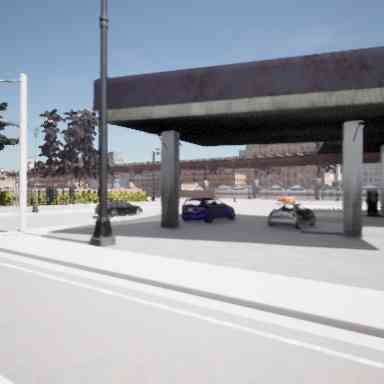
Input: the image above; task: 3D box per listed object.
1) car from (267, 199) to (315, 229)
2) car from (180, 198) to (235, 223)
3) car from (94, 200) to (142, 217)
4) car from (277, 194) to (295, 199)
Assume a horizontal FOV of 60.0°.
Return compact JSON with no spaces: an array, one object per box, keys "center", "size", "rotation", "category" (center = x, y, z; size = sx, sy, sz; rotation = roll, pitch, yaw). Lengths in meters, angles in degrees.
[{"center":[6.285,1.418,20.808],"size":[1.970,1.475,3.806],"rotation":[0,0,37],"category":"car"},{"center":[1.211,1.227,23.605],"size":[2.242,1.667,4.611],"rotation":[0,0,37],"category":"car"},{"center":[-6.475,1.459,29.578],"size":[1.812,1.442,4.674],"rotation":[0,-1,36],"category":"car"},{"center":[17.560,1.179,62.016],"size":[2.097,1.767,4.553],"rotation":[0,1,37],"category":"car"}]
